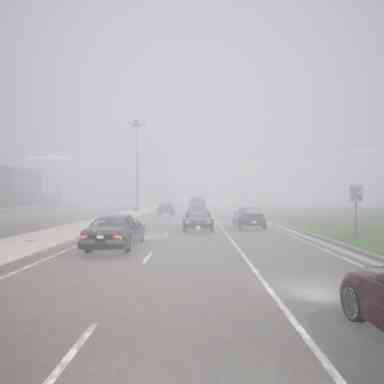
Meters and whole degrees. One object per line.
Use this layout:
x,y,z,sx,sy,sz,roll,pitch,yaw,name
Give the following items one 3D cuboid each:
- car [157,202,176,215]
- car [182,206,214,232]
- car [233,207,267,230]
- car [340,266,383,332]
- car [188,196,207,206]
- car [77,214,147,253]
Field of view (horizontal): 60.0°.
-2.875,1.819,37.646,2.128,1.511,4.902,0,0,1,car
0.393,1.792,21.562,1.895,1.301,4.718,0,0,1,car
3.914,1.733,22.960,1.812,1.442,4.674,0,0,1,car
3.683,1.570,4.350,1.812,1.442,4.674,0,-1,0,car
0.691,1.589,42.107,2.150,2.045,5.566,0,-1,1,car
-3.212,1.669,14.278,2.033,1.411,5.357,0,-1,1,car
